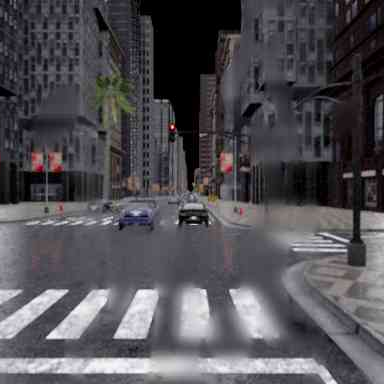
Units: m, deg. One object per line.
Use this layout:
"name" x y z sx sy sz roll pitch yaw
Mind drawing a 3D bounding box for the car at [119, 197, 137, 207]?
"car" -9.807 1.551 51.389 1.994 1.385 4.181 0 0 0

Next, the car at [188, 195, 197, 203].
"car" 0.033 1.486 70.503 1.837 1.490 4.892 0 0 0

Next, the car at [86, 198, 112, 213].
"car" -9.829 1.435 35.753 2.128 1.511 4.902 0 0 0

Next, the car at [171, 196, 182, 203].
"car" -3.218 1.526 70.505 2.033 1.411 5.357 0 0 0

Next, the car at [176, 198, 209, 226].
"car" 0.110 1.425 22.700 1.882 1.535 5.008 0 0 0

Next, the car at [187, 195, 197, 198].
"car" 0.075 1.560 60.203 1.812 1.442 4.674 0 0 0

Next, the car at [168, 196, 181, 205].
"car" -3.223 1.599 60.470 1.994 1.385 4.181 0 0 0

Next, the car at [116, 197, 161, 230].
"car" -3.141 1.296 20.900 2.097 1.767 4.553 0 0 0

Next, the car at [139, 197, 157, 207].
"car" -6.563 1.532 50.530 2.033 1.411 5.357 0 0 0
